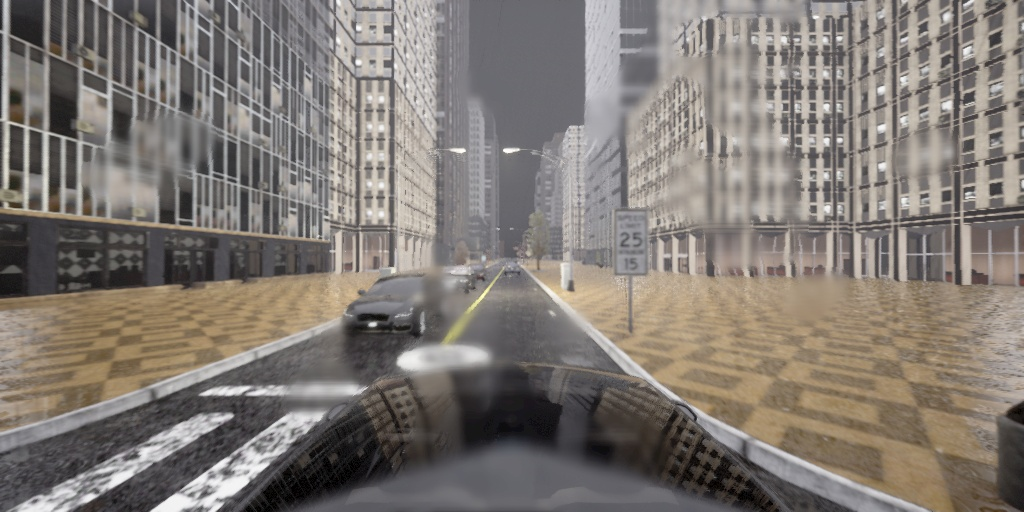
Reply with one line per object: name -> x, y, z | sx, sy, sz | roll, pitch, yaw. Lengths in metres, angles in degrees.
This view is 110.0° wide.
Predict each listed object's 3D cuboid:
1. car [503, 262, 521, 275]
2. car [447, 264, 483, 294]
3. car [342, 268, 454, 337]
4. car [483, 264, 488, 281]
car -> 0.017, 1.424, 40.445 | 2.033, 1.411, 5.357 | 0, 0, 0
car -> -3.087, 1.297, 20.619 | 2.128, 1.511, 4.902 | 0, 0, 0
car -> -3.092, 1.272, 10.393 | 1.837, 1.490, 4.892 | 0, 0, 0
car -> -3.079, 1.391, 31.135 | 2.033, 1.411, 5.357 | 0, 0, 0
